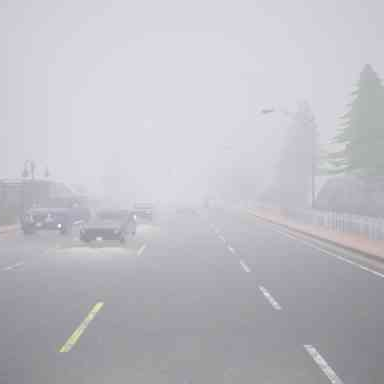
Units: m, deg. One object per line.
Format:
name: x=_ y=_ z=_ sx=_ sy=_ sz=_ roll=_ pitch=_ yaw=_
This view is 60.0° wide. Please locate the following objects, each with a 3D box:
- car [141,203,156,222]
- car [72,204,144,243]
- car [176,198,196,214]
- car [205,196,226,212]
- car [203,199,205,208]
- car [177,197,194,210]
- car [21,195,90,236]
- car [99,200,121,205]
car: x=-3.989 y=1.601 z=26.737 sx=1.895 sy=1.301 sz=4.718 roll=0 pitch=0 yaw=-1
car: x=-3.879 y=1.548 z=16.377 sx=2.033 sy=1.411 sz=5.357 roll=0 pitch=0 yaw=-1
car: x=-0.599 y=1.526 z=35.514 sx=1.812 sy=1.442 sz=4.674 roll=0 pitch=0 yaw=-1
car: x=2.842 y=1.526 z=39.390 sx=1.812 sy=1.442 sz=4.674 roll=0 pitch=0 yaw=-1
car: x=2.639 y=1.352 z=48.370 sx=2.097 sy=1.767 sz=4.553 roll=0 pitch=0 yaw=0
car: x=-0.833 y=1.491 z=44.769 sx=2.128 sy=1.511 sz=4.902 roll=0 pitch=0 yaw=-1
car: x=-7.399 y=1.222 z=18.766 sx=2.150 sy=2.045 sz=5.566 roll=0 pitch=0 yaw=-1
car: x=-7.639 y=1.526 z=31.384 sx=1.812 sy=1.442 sz=4.674 roll=0 pitch=0 yaw=-1
